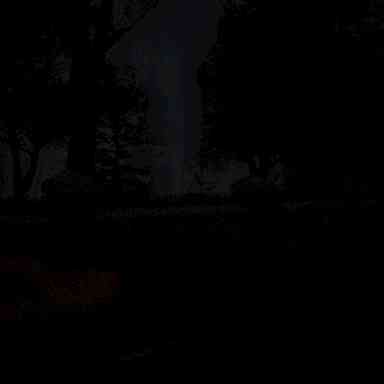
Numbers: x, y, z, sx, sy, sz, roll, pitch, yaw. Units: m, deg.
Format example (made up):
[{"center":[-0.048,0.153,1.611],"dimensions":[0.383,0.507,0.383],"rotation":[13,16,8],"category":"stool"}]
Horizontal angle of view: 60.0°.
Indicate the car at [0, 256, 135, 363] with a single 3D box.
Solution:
[{"center":[-3.175,1.528,4.294],"dimensions":[4.829,1.417,1.752],"rotation":[-1,0,-35],"category":"car"}]
